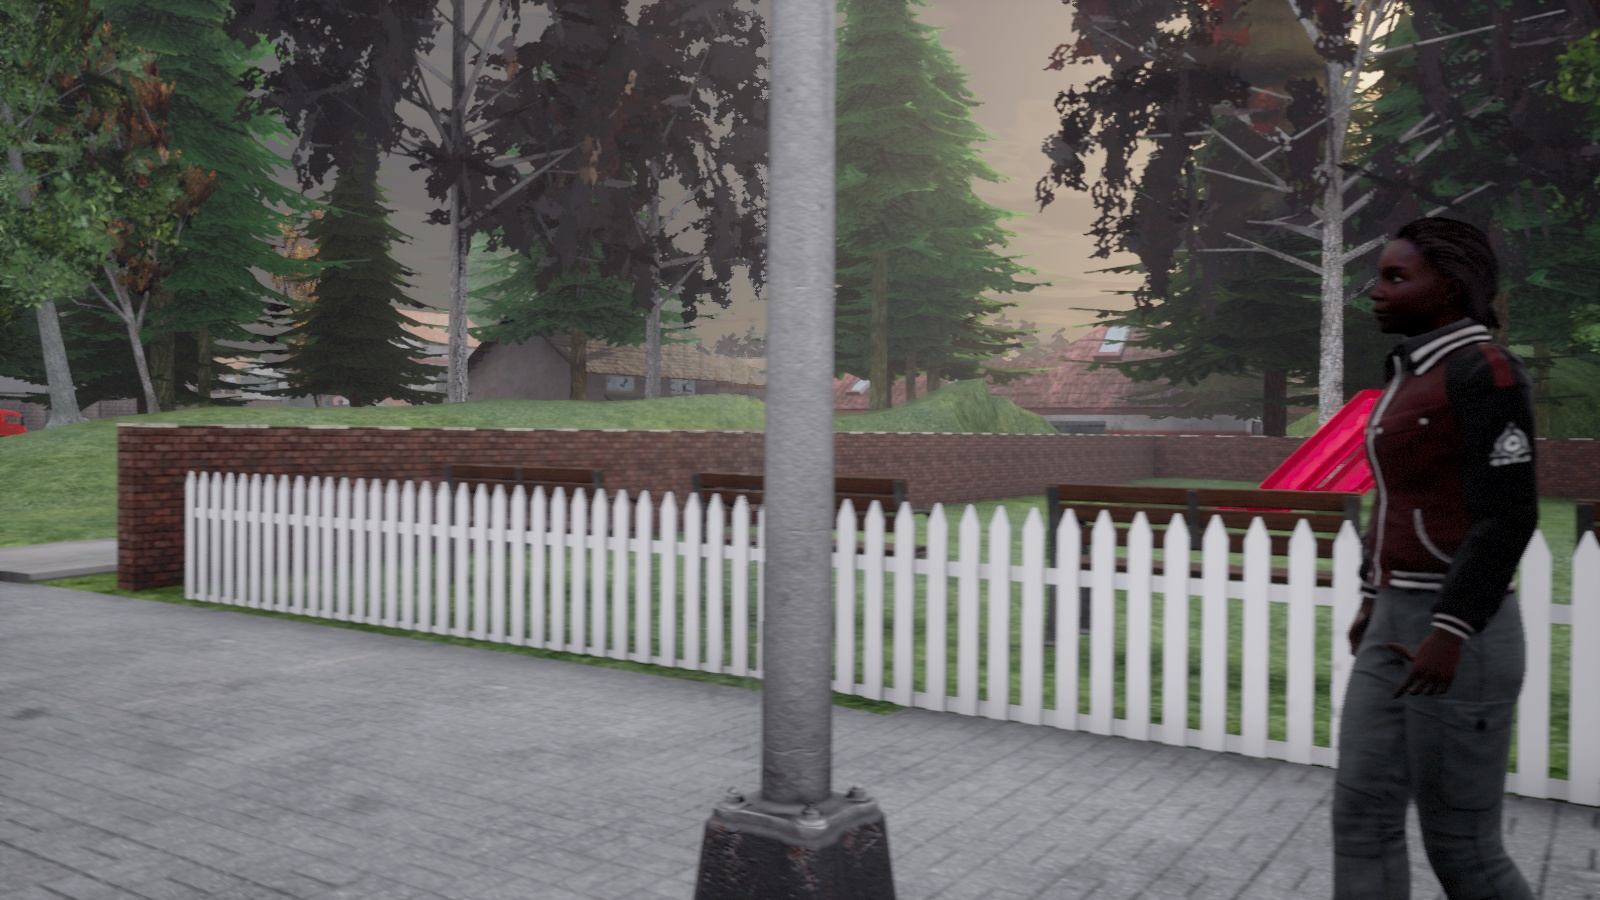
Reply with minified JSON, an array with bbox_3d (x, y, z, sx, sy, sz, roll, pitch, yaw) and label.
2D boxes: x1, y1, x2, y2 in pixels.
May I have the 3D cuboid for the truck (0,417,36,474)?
[{"bbox_3d":[-36.121,-0.156,53.700,2.627,2.467,5.204,0,1,34],"label":"truck"}]

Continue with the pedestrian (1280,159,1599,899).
[{"bbox_3d":[1.434,0.391,2.697,0.666,1.930,0.402,0,1,6],"label":"pedestrian"}]
